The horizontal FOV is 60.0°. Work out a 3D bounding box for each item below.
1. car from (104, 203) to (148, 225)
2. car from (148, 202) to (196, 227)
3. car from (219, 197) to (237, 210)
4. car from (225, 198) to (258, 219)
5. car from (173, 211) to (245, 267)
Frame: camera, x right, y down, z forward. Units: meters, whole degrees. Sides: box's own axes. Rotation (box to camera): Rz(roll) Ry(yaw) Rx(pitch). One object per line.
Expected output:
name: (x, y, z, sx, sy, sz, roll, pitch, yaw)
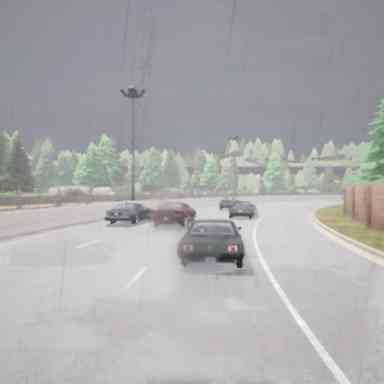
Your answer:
car: (-4.214, 1.454, 23.533, 2.033, 1.411, 5.357, 0, 0, 13)
car: (-0.989, 1.392, 21.694, 1.882, 1.535, 5.008, 0, 0, 12)
car: (4.631, 1.343, 38.612, 2.128, 1.511, 4.902, 0, 0, 24)
car: (4.417, 1.454, 28.212, 1.994, 1.385, 4.181, 0, 0, 17)
car: (0.747, 1.556, 11.263, 1.895, 1.301, 4.718, 0, 0, 6)
